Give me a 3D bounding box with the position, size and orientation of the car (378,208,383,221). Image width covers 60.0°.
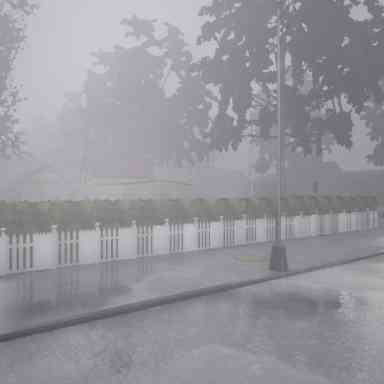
[{"bbox_3d":[14.271,1.601,27.653,1.895,1.301,4.718,0,0,-37],"label":"car"}]
